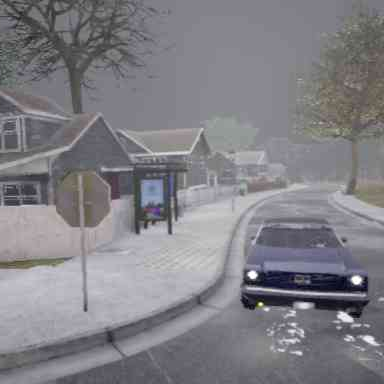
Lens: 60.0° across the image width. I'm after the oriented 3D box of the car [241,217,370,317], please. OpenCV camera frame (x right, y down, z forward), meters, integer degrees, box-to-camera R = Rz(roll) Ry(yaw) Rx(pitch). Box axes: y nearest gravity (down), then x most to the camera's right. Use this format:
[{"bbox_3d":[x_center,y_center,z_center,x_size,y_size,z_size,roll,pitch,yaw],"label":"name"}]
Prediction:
[{"bbox_3d":[2.173,1.259,6.929,1.895,1.301,4.718,-1,2,15],"label":"car"}]
